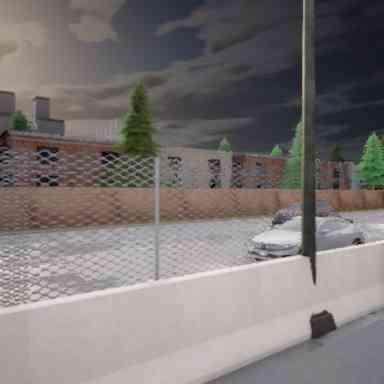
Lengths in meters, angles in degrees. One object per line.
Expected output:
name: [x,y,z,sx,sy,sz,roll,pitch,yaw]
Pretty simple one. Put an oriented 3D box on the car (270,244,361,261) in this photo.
car: [3.965,1.528,11.128,4.674,1.442,1.812,0,0,-36]
